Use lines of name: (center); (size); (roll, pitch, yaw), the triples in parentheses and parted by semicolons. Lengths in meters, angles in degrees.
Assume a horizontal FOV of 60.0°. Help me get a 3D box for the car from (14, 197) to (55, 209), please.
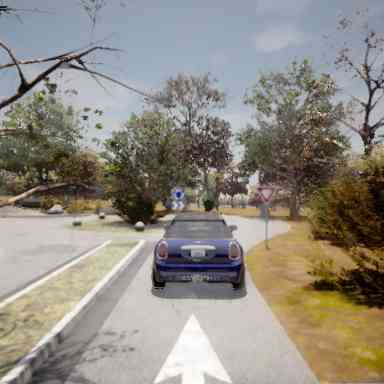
car: (-19.252, 1.407, 41.089); (5.008, 1.535, 1.882); (3, -2, 1)

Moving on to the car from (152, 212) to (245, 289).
car: (0.224, 1.337, 9.323); (2.097, 1.767, 4.553); (0, 0, 2)
